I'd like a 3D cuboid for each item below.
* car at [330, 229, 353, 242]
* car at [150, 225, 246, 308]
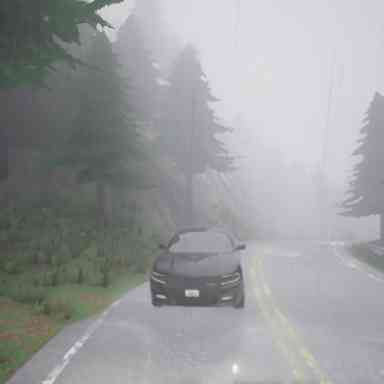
[{"bbox_3d":[17.826,5.158,39.279,2.128,1.511,4.902,-3,-8,40],"label":"car"},{"bbox_3d":[0.304,1.639,8.453,1.882,1.535,5.008,-1,-2,7],"label":"car"}]
